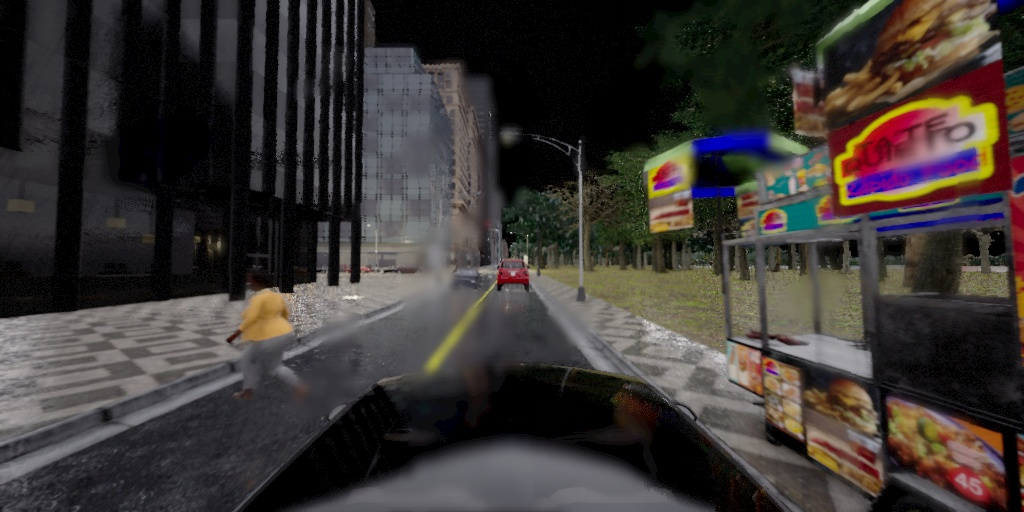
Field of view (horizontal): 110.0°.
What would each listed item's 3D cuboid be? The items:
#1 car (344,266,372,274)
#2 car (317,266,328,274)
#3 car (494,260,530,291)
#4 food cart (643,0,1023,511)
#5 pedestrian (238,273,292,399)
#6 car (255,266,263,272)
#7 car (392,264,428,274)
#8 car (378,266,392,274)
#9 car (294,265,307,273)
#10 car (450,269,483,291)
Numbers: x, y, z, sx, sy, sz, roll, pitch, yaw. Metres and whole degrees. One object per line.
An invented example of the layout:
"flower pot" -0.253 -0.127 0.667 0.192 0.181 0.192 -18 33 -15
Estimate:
"car" -24.469 2.256 57.060 4.207 1.307 1.802 0 0 0
"car" -29.956 2.243 57.055 4.313 1.339 1.948 0 0 0
"car" 0.097 1.295 25.487 2.150 2.045 5.566 0 -1 1
"food cart" 3.135 0.234 3.167 2.280 3.560 4.660 0 0 0
"pedestrian" -3.431 1.087 5.017 0.375 1.860 0.375 2 -3 -10
"car" -35.270 1.864 48.531 4.829 1.417 1.751 0 0 0
"car" -13.522 1.765 48.552 4.097 1.591 1.967 0 0 -1
"car" -18.983 2.236 57.065 4.313 1.339 1.948 0 0 0
"car" -29.952 1.880 48.536 4.507 1.381 1.888 0 0 0
"car" -3.083 1.622 25.388 2.033 1.411 5.357 0 -1 0
